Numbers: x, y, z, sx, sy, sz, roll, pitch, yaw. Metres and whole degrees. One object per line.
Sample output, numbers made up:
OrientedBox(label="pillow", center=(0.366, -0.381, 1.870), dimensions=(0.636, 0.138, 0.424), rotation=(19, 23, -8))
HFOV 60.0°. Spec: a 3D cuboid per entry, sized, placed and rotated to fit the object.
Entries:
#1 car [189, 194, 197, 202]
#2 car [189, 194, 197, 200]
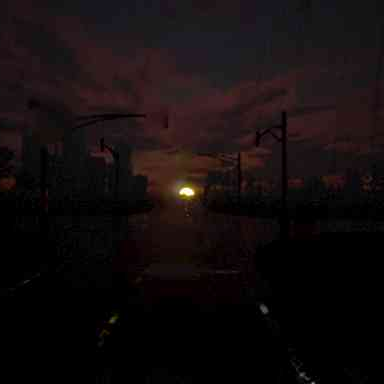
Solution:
OrientedBox(label="car", center=(0.246, 1.428, 75.037), dimensions=(2.033, 1.411, 5.357), rotation=(0, 0, 0))
OrientedBox(label="car", center=(0.297, 1.222, 85.460), dimensions=(1.837, 1.490, 4.892), rotation=(0, 0, 0))
